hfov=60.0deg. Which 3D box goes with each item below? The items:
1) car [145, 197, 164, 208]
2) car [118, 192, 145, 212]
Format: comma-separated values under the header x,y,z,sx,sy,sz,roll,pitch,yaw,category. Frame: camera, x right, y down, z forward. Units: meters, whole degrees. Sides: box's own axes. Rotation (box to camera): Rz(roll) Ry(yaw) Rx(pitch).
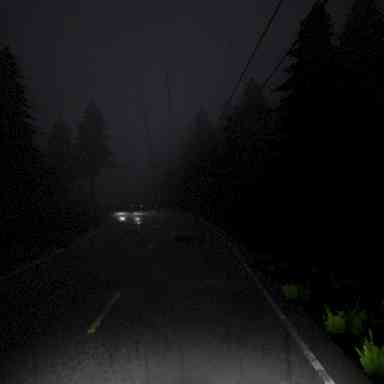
x,y,z,sx,sy,sz,roll,pitch,yaw,category
-4.890,1.328,41.321,1.895,1.301,4.718,0,0,-17,car
-6.840,0.983,36.087,2.150,2.045,5.566,0,0,-16,car
